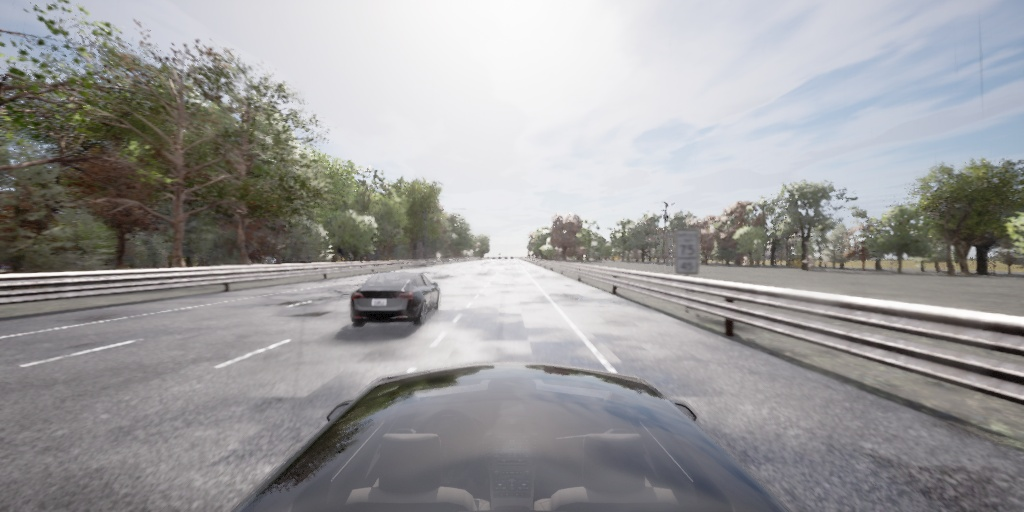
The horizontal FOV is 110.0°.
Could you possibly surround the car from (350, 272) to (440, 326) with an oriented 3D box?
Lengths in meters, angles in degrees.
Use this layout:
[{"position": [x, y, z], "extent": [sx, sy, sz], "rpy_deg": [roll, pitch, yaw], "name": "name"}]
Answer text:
[{"position": [-3.564, 1.248, 11.627], "extent": [2.163, 1.488, 4.792], "rpy_deg": [0, 0, -3], "name": "car"}]
